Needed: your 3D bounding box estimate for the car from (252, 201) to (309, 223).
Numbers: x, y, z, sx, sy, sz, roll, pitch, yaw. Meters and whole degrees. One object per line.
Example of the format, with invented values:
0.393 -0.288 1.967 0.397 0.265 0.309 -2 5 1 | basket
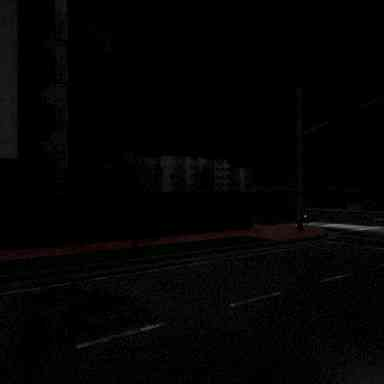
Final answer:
6.746 1.491 26.051 2.128 1.511 4.902 0 0 -36 | car
